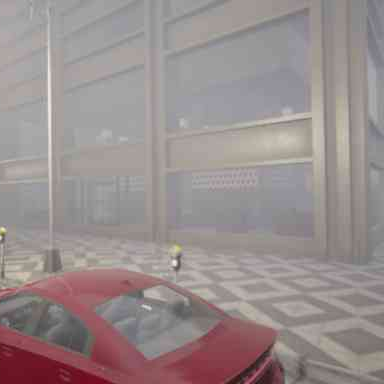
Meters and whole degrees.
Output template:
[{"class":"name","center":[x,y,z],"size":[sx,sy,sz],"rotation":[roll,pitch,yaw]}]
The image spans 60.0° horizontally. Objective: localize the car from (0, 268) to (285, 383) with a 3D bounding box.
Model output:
[{"class":"car","center":[-1.270,1.576,3.764],"size":[4.507,1.381,1.887],"rotation":[-1,-1,36]}]
